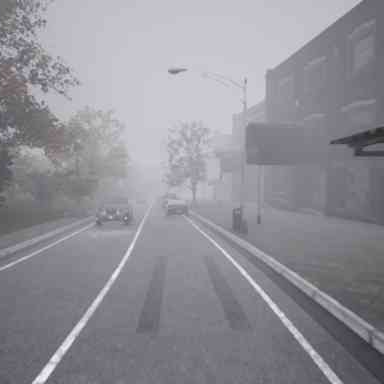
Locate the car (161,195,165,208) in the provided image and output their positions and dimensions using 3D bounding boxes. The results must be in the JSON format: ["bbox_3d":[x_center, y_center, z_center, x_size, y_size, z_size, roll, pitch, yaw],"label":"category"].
[{"bbox_3d":[-2.455,1.437,40.158,1.882,1.535,5.008,-1,0,-6],"label":"car"}]

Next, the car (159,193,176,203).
[{"bbox_3d":[-3.093,1.182,46.176,2.150,2.045,5.566,-1,0,-6],"label":"car"}]

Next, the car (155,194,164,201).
[{"bbox_3d":[-7.714,1.315,80.091,2.097,1.767,4.553,-1,0,-5],"label":"car"}]

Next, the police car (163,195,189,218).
[{"bbox_3d":[-1.412,1.385,30.274,1.930,1.638,5.238,-1,0,-6],"label":"police car"}]

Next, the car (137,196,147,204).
[{"bbox_3d":[-9.550,1.561,63.918,2.033,1.411,5.357,-1,0,-6],"label":"car"}]

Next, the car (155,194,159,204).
[{"bbox_3d":[-6.028,1.572,64.799,1.895,1.301,4.718,-1,0,-6],"label":"car"}]

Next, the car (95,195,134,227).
[{"bbox_3d":[-5.397,1.242,23.726,2.150,2.045,5.566,-1,0,-6],"label":"car"}]
